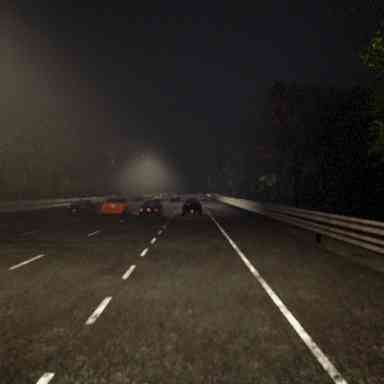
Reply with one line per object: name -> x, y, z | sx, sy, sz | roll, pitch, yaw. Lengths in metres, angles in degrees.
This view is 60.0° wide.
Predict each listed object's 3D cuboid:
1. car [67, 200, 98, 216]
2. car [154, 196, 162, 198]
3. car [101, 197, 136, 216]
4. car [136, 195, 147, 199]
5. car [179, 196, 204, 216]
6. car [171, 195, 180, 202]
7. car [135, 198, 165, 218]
car -> -10.473, 1.462, 31.970 | 1.812, 1.442, 4.674 | 0, 0, 1
car -> -6.921, 1.475, 68.643 | 1.895, 1.301, 4.718 | 0, 0, 1
car -> -6.977, 1.289, 31.397 | 2.097, 1.767, 4.553 | 0, 0, 1
car -> -10.409, 1.352, 68.333 | 1.882, 1.535, 5.008 | 0, 0, 1
car -> 0.028, 1.444, 31.644 | 1.837, 1.490, 4.892 | 0, 0, 1
car -> -3.398, 1.366, 68.946 | 2.128, 1.511, 4.902 | 0, 0, 1
car -> -3.494, 1.490, 29.458 | 2.033, 1.411, 5.357 | 0, 0, 0
